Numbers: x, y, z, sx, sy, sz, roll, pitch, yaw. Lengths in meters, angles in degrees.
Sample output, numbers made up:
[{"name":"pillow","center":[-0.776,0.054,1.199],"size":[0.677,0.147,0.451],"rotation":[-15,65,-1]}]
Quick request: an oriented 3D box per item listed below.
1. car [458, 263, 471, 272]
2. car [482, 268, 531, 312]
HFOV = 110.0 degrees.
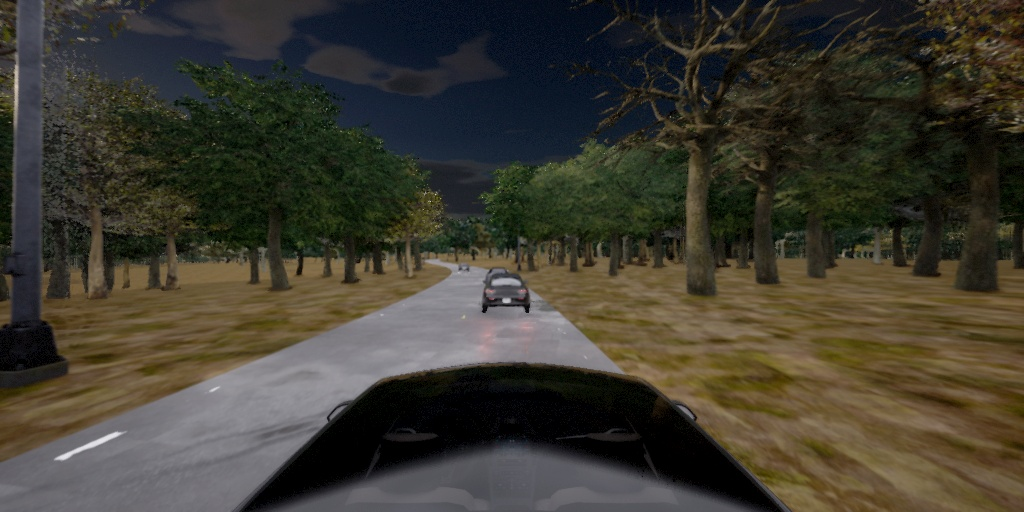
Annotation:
[{"name":"car","center":[-7.925,1.863,59.316],"size":[2.128,1.511,4.902],"rotation":[0,0,-9]},{"name":"car","center":[-0.261,1.425,14.909],"size":[1.812,1.442,4.674],"rotation":[0,0,-2]}]
